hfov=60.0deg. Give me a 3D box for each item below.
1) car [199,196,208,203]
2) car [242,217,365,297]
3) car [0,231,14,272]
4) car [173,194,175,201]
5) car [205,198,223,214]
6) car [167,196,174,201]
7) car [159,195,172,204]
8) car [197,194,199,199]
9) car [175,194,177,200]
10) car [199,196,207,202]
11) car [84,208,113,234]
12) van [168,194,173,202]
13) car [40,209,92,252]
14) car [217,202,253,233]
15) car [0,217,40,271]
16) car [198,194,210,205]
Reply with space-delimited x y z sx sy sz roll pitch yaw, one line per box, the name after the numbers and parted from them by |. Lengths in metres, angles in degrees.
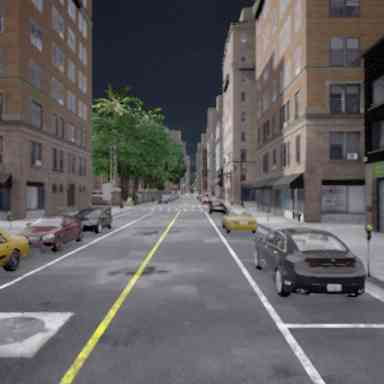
2.742 1.744 78.764 1.887 1.381 4.507 0 0 0 | car
2.679 1.565 8.438 2.008 1.369 4.403 0 0 0 | car
-3.099 1.354 1.497 2.097 1.767 4.553 0 0 0 | car
-5.783 1.639 78.788 1.967 1.590 4.097 0 0 0 | car
2.703 1.642 35.975 1.947 1.339 4.313 0 0 0 | car
-5.773 1.813 89.602 1.802 1.307 4.206 0 0 0 | car
-5.793 1.734 67.973 1.947 1.339 4.313 0 0 0 | car
2.733 1.483 67.948 2.192 1.841 5.009 0 0 0 | car
-5.778 1.530 84.195 2.192 1.841 5.009 0 0 0 | car
2.747 1.797 84.173 1.802 1.307 4.206 0 0 0 | car
-5.837 1.602 19.476 1.947 1.339 4.313 0 0 0 | car
-5.788 1.525 73.380 1.690 1.788 3.998 0 0 0 | van
-5.842 1.606 13.967 1.802 1.307 4.206 0 0 0 | car
2.688 1.562 19.623 1.752 1.417 4.829 0 0 0 | car
-5.847 1.539 8.289 1.752 1.417 4.829 0 0 0 | car
2.727 1.593 62.540 1.967 1.590 4.097 0 0 0 | car
